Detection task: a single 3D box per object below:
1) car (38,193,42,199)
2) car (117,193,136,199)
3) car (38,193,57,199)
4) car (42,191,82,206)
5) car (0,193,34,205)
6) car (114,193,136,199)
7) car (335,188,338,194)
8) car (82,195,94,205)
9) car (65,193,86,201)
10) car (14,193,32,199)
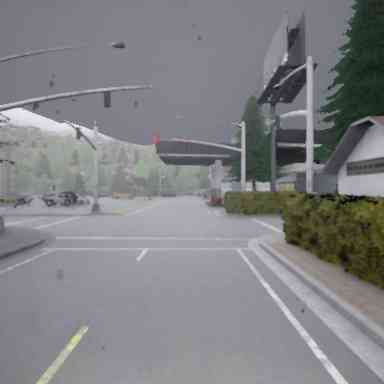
[{"bbox_3d":[-24.006,1.019,58.698,4.514,1.523,2.007,0,0,0],"label":"car"},{"bbox_3d":[-16.483,0.940,83.717,4.514,1.523,2.007,0,0,0],"label":"car"},{"bbox_3d":[-35.079,1.001,80.622,3.806,1.475,1.970,0,0,0],"label":"car"},{"bbox_3d":[-16.761,0.872,42.995,3.866,1.878,1.905,0,0,0],"label":"car"},{"bbox_3d":[-24.648,0.877,46.237,4.605,1.855,1.932,0,0,0],"label":"car"},{"bbox_3d":[-16.413,0.946,80.580,5.027,1.636,2.152,0,0,0],"label":"car"},{"bbox_3d":[10.369,0.150,21.908,1.812,1.442,4.674,-46,-21,20],"label":"car"},{"bbox_3d":[-16.169,1.140,46.324,3.806,1.475,1.970,0,0,0],"label":"car"},{"bbox_3d":[-24.020,0.993,68.691,3.633,1.501,1.845,0,0,0],"label":"car"},{"bbox_3d":[-42.516,0.977,83.561,3.633,1.501,1.845,0,0,0],"label":"car"}]
